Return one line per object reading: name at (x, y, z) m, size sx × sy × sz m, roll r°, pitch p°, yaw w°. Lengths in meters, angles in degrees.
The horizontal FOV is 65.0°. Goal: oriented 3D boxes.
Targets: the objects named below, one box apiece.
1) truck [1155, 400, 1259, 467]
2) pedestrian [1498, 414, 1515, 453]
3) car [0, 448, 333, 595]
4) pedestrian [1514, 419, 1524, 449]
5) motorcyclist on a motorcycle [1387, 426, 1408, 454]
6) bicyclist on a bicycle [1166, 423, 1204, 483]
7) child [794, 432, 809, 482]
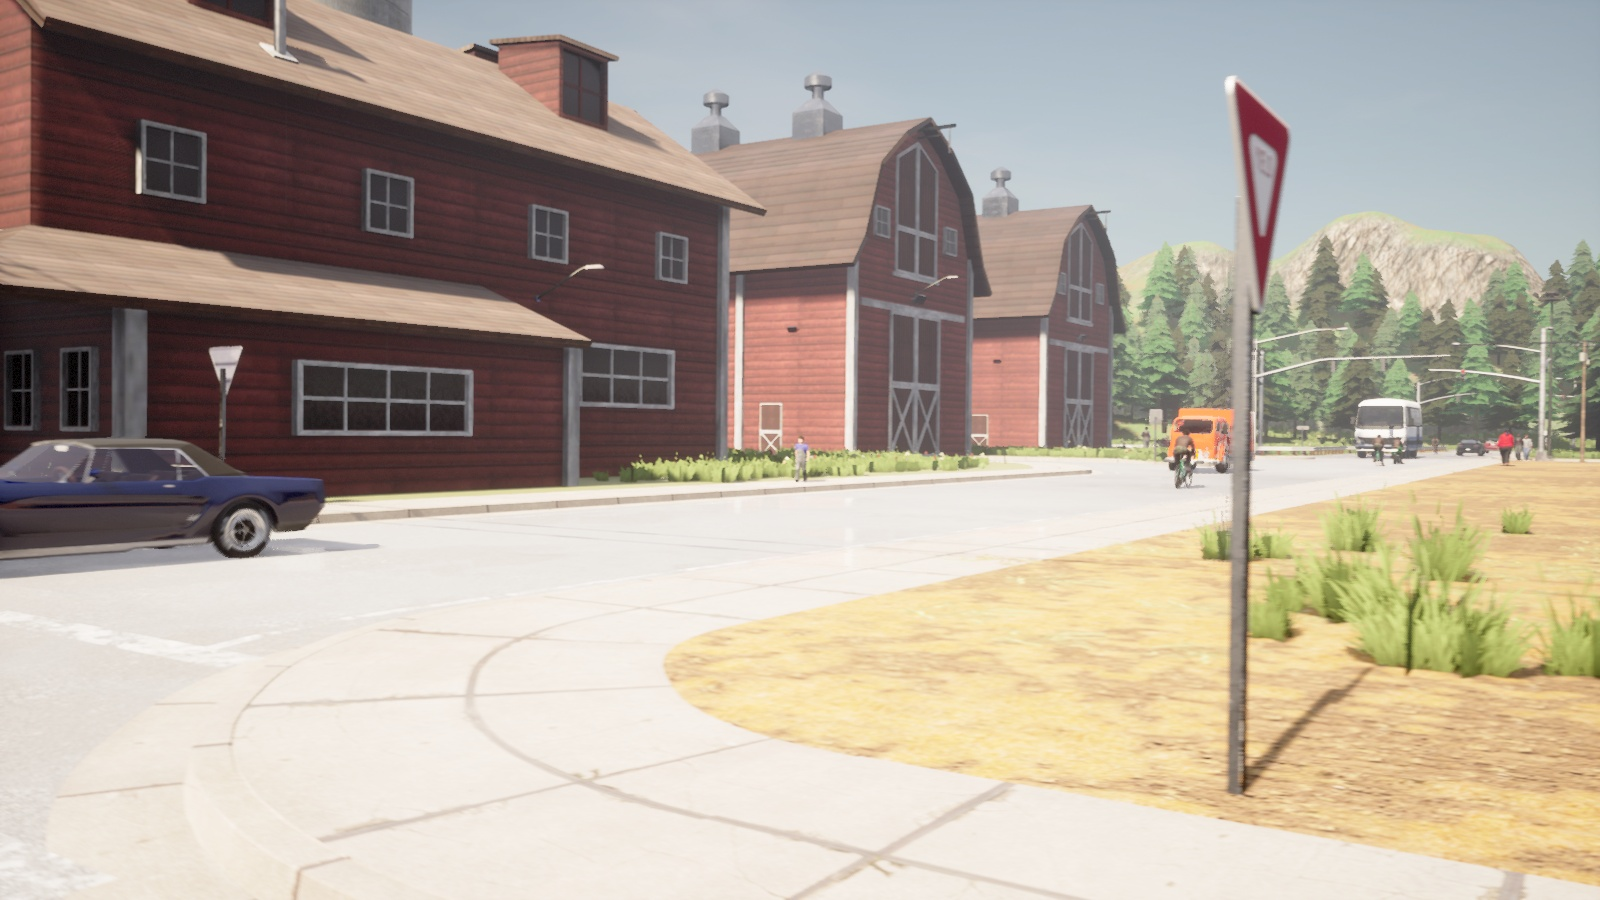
truck at (16.158, -0.687, 49.645) m, size 2.627 × 2.467 × 5.204 m, roll 2°, pitch 2°, yaw 33°
pedestrian at (33.695, -0.773, 59.926) m, size 0.634 × 1.844 × 0.899 m, roll 0°, pitch 1°, yaw 24°
car at (-7.514, 0.665, 13.032) m, size 1.895 × 1.301 × 4.718 m, roll 0°, pitch 1°, yaw 36°
pedestrian at (46.293, -1.009, 80.891) m, size 0.402 × 1.930 × 0.666 m, roll 0°, pitch 1°, yaw 44°
motorcyclist on a motorcycle at (33.046, -0.583, 69.473) m, size 0.797 × 1.523 × 2.044 m, roll 0°, pitch 1°, yaw 33°
bicyclist on a bicycle at (10.600, 0.070, 34.531) m, size 0.582 × 1.620 × 1.656 m, roll 0°, pitch 1°, yaw 33°
child at (0.051, 0.167, 32.129) m, size 0.270 × 1.263 × 0.437 m, roll 0°, pitch 1°, yaw 15°
